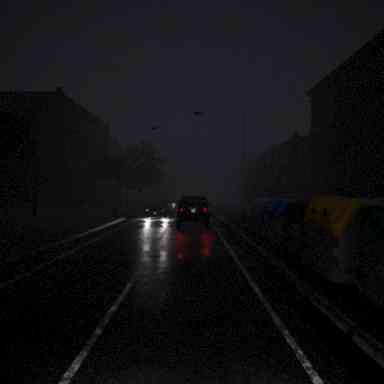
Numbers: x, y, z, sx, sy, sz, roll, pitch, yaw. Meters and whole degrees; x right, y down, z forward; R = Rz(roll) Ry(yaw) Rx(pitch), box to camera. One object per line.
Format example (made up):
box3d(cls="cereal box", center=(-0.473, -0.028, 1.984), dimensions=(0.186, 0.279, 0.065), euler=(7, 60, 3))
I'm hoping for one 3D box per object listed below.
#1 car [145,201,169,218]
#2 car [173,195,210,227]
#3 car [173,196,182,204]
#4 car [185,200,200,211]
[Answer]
box3d(cls="car", center=(-3.137, 1.546, 30.432), dimensions=(1.812, 1.442, 4.674), euler=(0, 0, 0))
box3d(cls="car", center=(0.077, 1.237, 22.901), dimensions=(2.150, 2.045, 5.566), euler=(0, 0, 0))
box3d(cls="car", center=(-3.100, 1.667, 70.797), dimensions=(1.812, 1.442, 4.674), euler=(0, 0, 0))
box3d(cls="car", center=(0.041, 1.694, 42.717), dimensions=(1.895, 1.301, 4.718), euler=(0, 0, 0))
